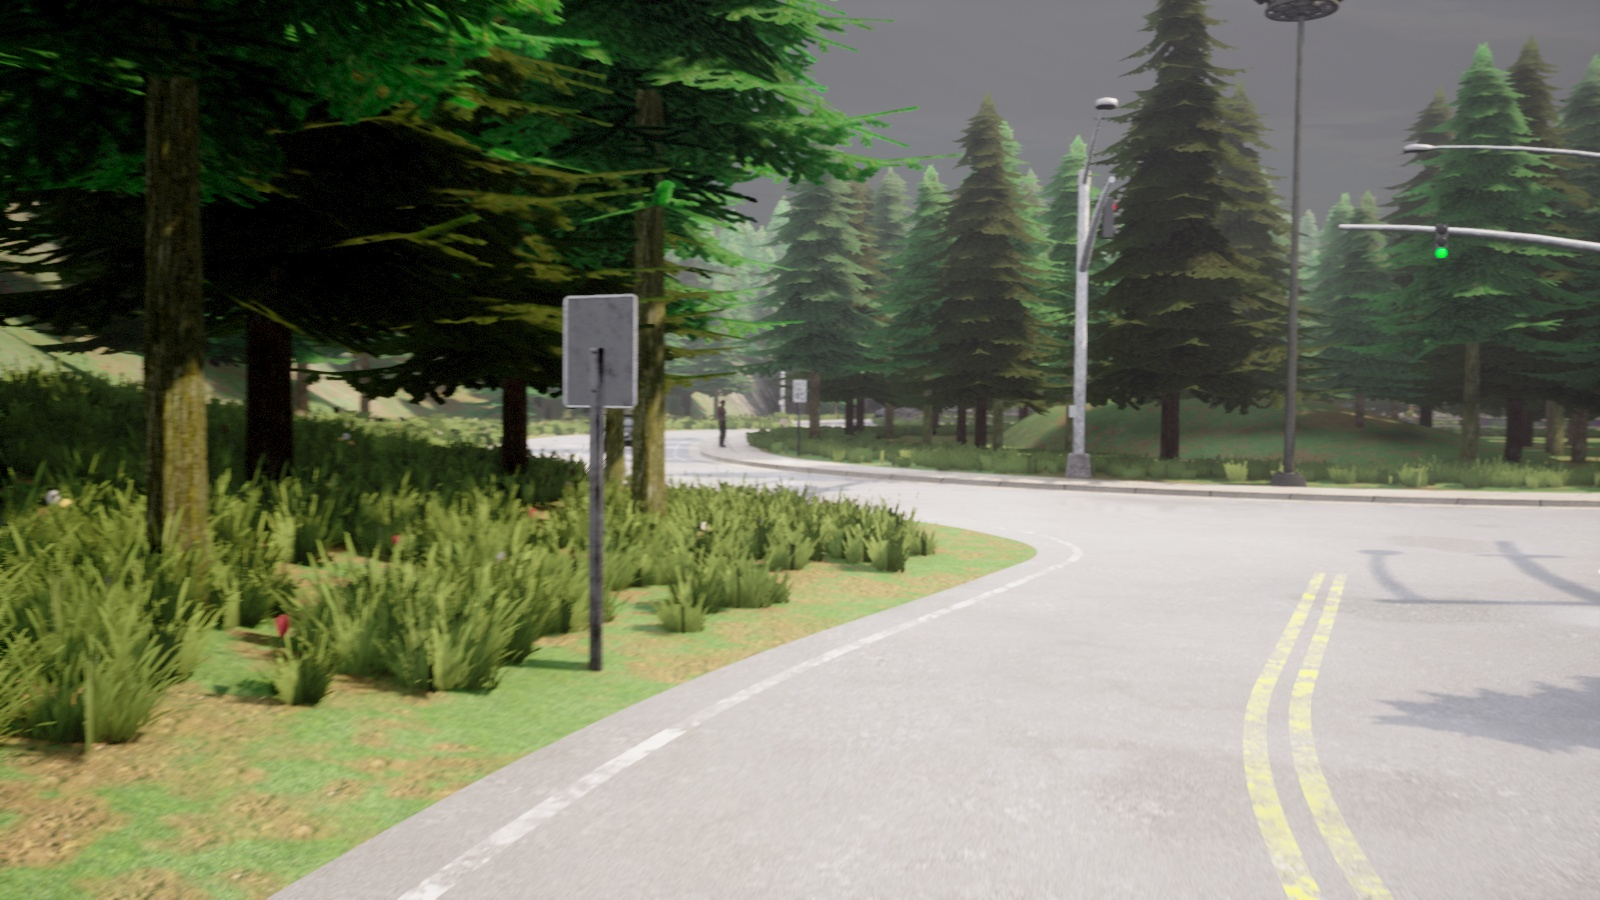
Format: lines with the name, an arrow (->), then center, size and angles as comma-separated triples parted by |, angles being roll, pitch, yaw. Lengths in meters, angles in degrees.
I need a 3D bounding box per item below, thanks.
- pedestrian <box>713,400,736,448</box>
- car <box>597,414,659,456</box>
pedestrian -> -2.902, -1.004, 48.184 | 0.869, 1.805, 0.328 | 2, 3, 36
car -> -6.482, -0.612, 47.857 | 2.033, 1.411, 5.357 | 0, 3, -4
